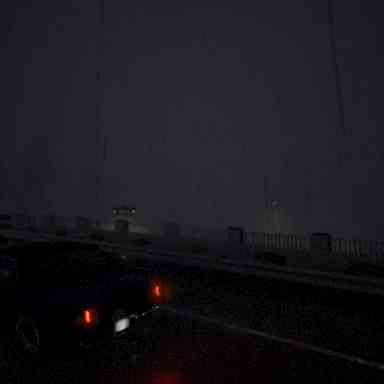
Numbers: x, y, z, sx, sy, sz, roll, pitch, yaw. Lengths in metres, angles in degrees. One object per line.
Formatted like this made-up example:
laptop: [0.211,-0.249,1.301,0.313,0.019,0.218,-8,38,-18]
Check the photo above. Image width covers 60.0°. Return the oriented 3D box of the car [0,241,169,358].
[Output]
car: [-2.788,1.578,5.993,4.718,1.301,1.895,0,0,36]
